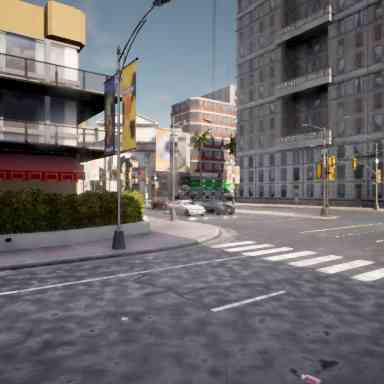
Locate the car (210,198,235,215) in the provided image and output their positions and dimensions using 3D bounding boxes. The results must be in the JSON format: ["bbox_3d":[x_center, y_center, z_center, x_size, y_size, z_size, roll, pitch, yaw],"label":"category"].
[{"bbox_3d":[2.449,1.564,33.837,1.994,1.385,4.181,0,0,-35],"label":"car"}]

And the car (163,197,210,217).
[{"bbox_3d":[-0.623,1.526,32.117,1.812,1.442,4.674,0,0,-35],"label":"car"}]

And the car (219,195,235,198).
[{"bbox_3d":[9.006,1.500,85.629,4.892,1.490,1.837,0,0,-35],"label":"car"}]

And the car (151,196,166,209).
[{"bbox_3d":[-3.417,1.352,42.211,2.097,1.767,4.553,0,0,-35],"label":"car"}]
